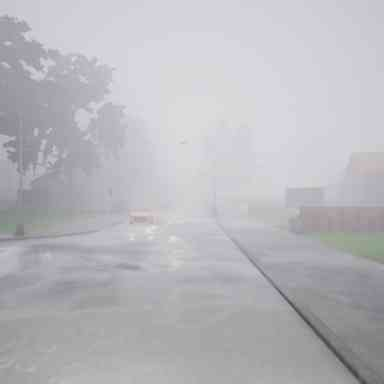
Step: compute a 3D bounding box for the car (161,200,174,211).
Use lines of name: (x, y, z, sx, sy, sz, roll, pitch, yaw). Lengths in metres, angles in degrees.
car: (-3.982, 2.032, 53.481, 2.097, 1.767, 4.553, 0, -1, 0)

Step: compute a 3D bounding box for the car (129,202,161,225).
car: (-3.990, 1.863, 27.923, 1.882, 1.535, 5.008, 0, -1, 0)
